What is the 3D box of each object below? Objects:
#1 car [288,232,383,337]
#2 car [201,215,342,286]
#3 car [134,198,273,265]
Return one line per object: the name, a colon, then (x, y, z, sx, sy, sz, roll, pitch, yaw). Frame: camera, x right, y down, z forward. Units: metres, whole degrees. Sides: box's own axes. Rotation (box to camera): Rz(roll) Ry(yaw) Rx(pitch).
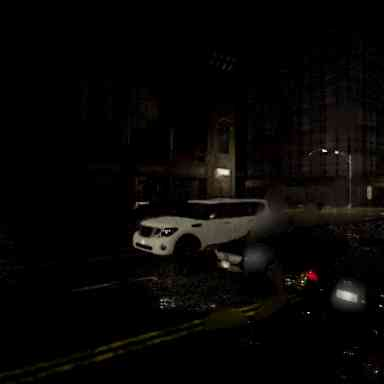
car: (4.034, 1.587, 6.319, 4.181, 1.385, 1.994, 0, 0, -36)
car: (2.731, 1.553, 9.629, 4.674, 1.442, 1.812, 0, 0, -36)
car: (0.699, 1.249, 12.172, 5.566, 2.045, 2.150, 0, 0, -36)
